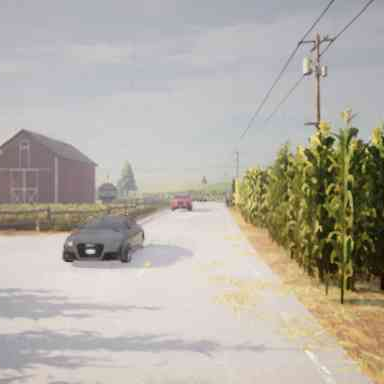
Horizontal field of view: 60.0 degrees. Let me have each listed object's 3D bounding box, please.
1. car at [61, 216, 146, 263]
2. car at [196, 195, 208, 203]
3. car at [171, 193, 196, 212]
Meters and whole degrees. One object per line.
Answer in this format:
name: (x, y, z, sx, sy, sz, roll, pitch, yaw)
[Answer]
car: (-2.899, 1.546, 11.710, 1.994, 1.385, 4.181, 0, 0, 2)
car: (1.335, 1.287, 63.323, 2.033, 1.411, 5.357, 0, 0, -17)
car: (-1.073, 1.173, 38.272, 2.150, 2.045, 5.566, 0, 0, 4)
